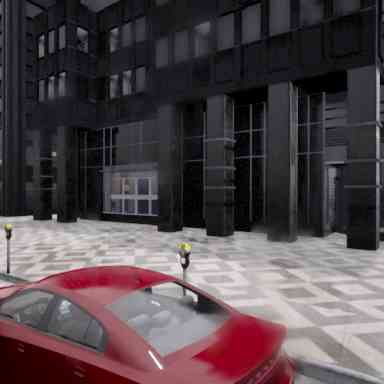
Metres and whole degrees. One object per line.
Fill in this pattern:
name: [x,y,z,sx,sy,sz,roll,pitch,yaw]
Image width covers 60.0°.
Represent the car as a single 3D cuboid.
car: [-1.167,1.545,3.798,4.507,1.381,1.887,0,0,36]
